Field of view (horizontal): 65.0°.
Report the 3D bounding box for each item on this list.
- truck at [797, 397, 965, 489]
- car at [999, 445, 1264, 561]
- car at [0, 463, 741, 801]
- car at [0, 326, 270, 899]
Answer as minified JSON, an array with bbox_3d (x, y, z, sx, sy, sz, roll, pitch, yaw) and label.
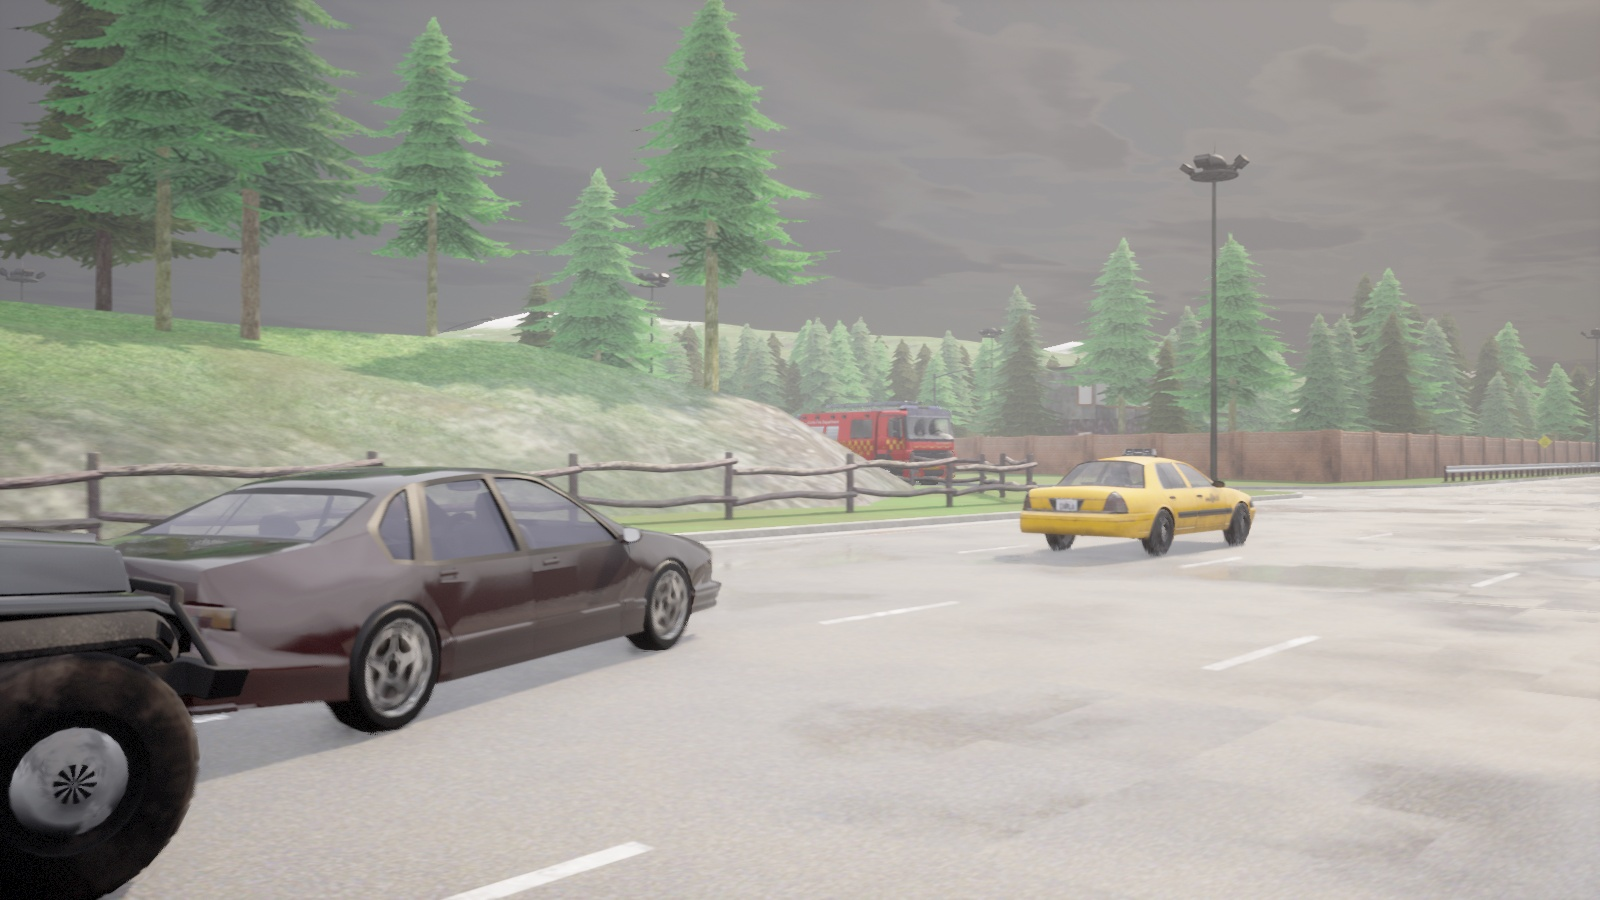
[{"bbox_3d":[3.484,-0.288,56.976,2.891,3.827,8.468,0,0,-36],"label":"truck"},{"bbox_3d":[5.317,0.720,19.562,1.801,1.575,5.366,0,0,41],"label":"car"},{"bbox_3d":[-2.469,0.818,8.283,2.033,1.411,5.357,0,0,23],"label":"car"},{"bbox_3d":[-3.905,0.558,3.708,1.905,1.878,3.866,0,0,41],"label":"car"}]
